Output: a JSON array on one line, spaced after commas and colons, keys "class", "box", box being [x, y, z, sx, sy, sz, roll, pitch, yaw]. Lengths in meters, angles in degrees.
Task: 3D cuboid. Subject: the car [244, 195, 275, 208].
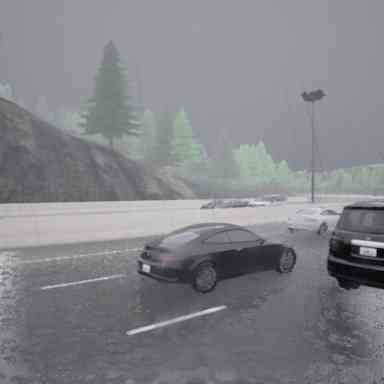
[{"class": "car", "box": [7.750, 1.289, 33.103, 5.566, 2.045, 2.150, 0, 0, -43]}]

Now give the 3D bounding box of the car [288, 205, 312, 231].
[{"class": "car", "box": [7.084, 1.548, 18.396, 4.674, 1.442, 1.812, 0, 0, -40]}]

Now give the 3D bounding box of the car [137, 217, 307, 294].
[{"class": "car", "box": [0.811, 1.540, 8.845, 4.674, 1.442, 1.812, 0, 0, -37]}]

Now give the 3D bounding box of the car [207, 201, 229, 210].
[{"class": "car", "box": [4.356, 1.545, 34.764, 4.902, 1.511, 2.128, 0, 0, -42]}]

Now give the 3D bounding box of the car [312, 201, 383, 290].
[{"class": "car", "box": [5.472, 1.229, 8.011, 5.566, 2.045, 2.150, 0, 0, -38]}]
